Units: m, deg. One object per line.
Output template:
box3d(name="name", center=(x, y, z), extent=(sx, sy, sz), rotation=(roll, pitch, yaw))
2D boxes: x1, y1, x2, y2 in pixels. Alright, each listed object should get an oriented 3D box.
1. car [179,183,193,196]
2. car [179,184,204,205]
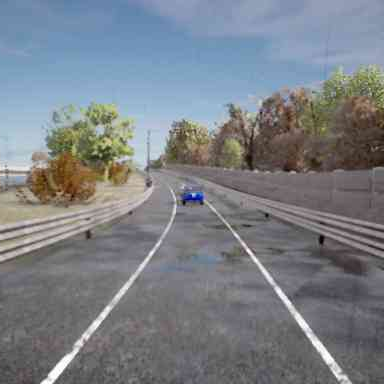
box3d(name="car", center=(-0.916, -0.384, 48.000), extent=(1.812, 1.442, 4.674), rotation=(0, 5, -5))
box3d(name="car", center=(-0.012, 0.237, 35.348), extent=(2.150, 2.045, 5.566), rotation=(0, 3, -4))
